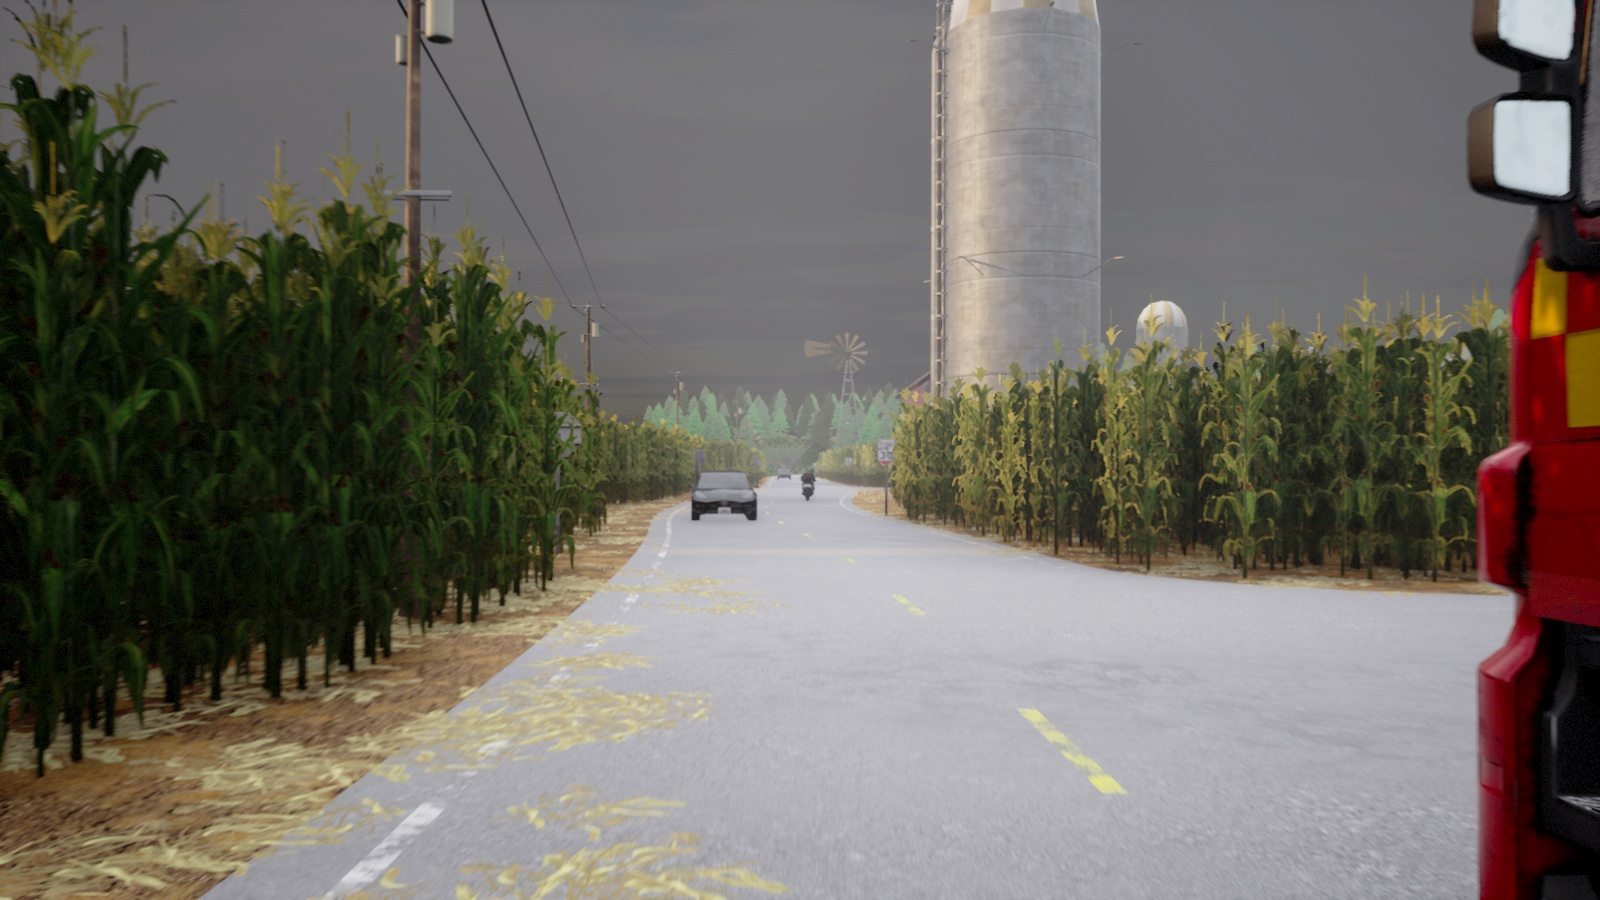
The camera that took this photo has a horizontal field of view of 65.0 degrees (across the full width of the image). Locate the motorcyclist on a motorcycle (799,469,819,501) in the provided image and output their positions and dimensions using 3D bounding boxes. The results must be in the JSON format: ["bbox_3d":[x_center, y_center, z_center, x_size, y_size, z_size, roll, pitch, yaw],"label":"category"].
[{"bbox_3d":[0.443,1.706,61.028,0.866,1.530,2.191,0,-1,2],"label":"motorcyclist on a motorcycle"}]

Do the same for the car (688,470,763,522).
[{"bbox_3d":[-2.317,1.363,38.493,2.163,1.488,4.792,0,-1,-4],"label":"car"}]
